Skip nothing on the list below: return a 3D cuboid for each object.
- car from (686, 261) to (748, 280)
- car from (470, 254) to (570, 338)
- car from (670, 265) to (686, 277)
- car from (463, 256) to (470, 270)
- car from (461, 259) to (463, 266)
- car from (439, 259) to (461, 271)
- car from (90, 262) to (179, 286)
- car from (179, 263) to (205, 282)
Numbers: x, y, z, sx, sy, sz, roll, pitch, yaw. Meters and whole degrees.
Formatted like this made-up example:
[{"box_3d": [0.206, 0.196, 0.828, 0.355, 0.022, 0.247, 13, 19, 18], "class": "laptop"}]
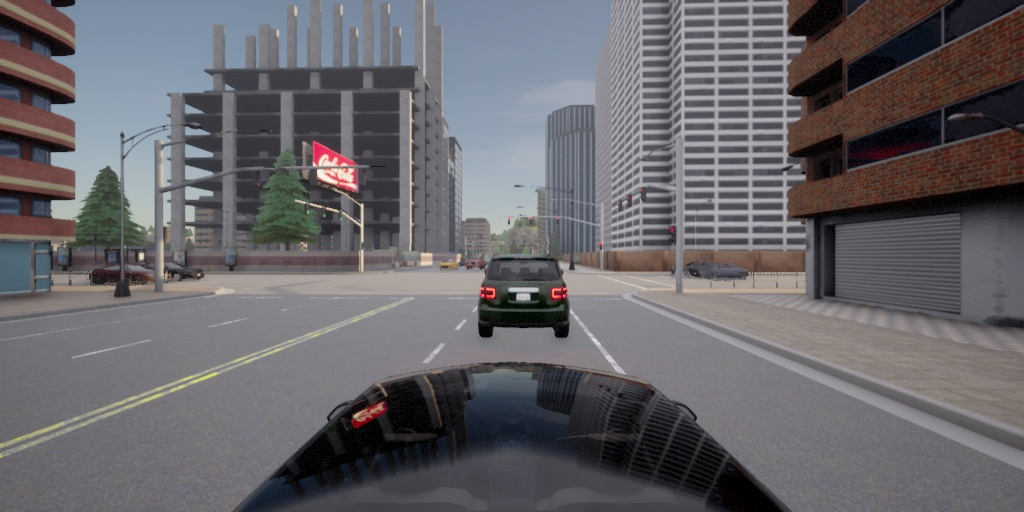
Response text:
[{"box_3d": [17.655, 1.301, 30.596, 4.181, 1.385, 1.994, 0, 0, 2], "class": "car"}, {"box_3d": [0.338, 0.968, 10.319, 2.150, 2.045, 5.566, 0, 0, 2], "class": "car"}, {"box_3d": [17.654, 1.240, 34.097, 4.892, 1.490, 1.837, 0, 0, 2], "class": "car"}, {"box_3d": [-5.235, 0.947, 52.141, 2.150, 2.045, 5.566, 0, 0, 2], "class": "car"}, {"box_3d": [-8.239, 1.200, 64.538, 1.882, 1.535, 5.008, 0, 0, 3], "class": "car"}, {"box_3d": [-8.828, 1.207, 49.897, 1.882, 1.535, 5.008, 0, 0, 2], "class": "car"}, {"box_3d": [-26.346, 1.266, 24.822, 4.674, 1.442, 1.812, 0, 0, 2], "class": "car"}, {"box_3d": [-27.205, 1.217, 28.352, 5.008, 1.535, 1.882, 0, 0, 2], "class": "car"}]
